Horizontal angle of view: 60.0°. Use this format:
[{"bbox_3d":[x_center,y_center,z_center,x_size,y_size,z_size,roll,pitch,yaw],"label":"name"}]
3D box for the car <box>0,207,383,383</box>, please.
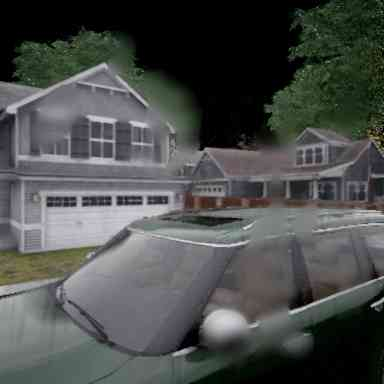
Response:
[{"bbox_3d":[0.214,1.215,3.186,5.566,2.045,2.150,0,0,-35],"label":"car"}]
